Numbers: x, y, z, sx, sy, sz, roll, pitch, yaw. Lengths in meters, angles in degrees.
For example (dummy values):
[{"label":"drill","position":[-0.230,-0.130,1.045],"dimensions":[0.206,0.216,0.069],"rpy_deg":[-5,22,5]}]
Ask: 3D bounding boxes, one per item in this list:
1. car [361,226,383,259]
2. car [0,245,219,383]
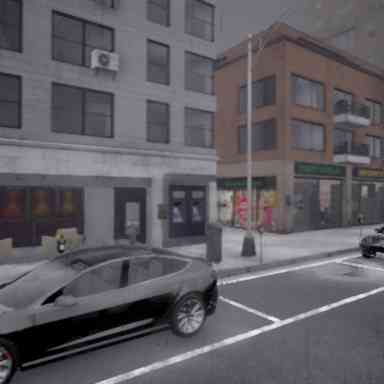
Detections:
[{"label":"car","position":[7.722,1.625,11.700],"dimensions":[4.313,1.339,1.947],"rpy_deg":[0,0,-36]},{"label":"car","position":[-1.527,1.573,5.099],"dimensions":[4.313,1.339,1.947],"rpy_deg":[0,0,-36]}]
